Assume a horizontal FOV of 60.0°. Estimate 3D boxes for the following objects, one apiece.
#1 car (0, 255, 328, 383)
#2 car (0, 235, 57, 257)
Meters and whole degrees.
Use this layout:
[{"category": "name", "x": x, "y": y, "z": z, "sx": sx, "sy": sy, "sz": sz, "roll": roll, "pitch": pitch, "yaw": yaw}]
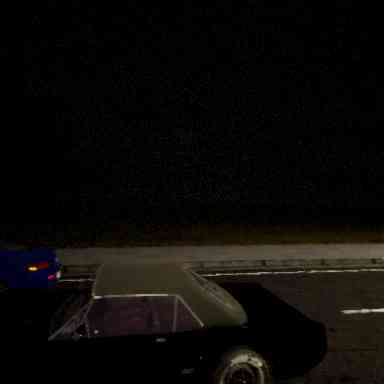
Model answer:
[{"category": "car", "x": -0.992, "y": 1.614, "z": 4.014, "sx": 4.718, "sy": 1.301, "sz": 1.895, "roll": 1, "pitch": 0, "yaw": -12}, {"category": "car", "x": -5.013, "y": 1.505, "z": 6.409, "sx": 4.674, "sy": 1.442, "sz": 1.812, "roll": 1, "pitch": 0, "yaw": -13}]
